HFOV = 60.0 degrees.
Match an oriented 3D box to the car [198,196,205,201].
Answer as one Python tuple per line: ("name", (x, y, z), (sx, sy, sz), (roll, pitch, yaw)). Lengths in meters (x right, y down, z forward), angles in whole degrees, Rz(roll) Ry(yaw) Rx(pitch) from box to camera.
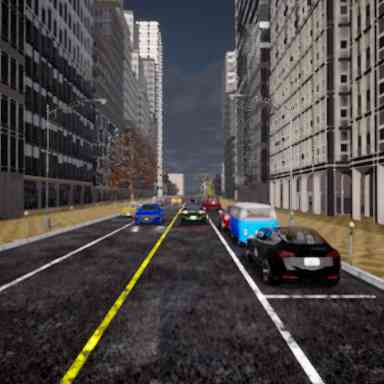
("car", (2.679, 1.896, 94.925), (1.947, 1.339, 4.313), (0, 0, 0))

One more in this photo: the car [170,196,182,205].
("car", (-3.019, 1.730, 66.110), (1.882, 1.535, 5.008), (0, 0, 0))

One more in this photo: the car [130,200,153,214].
("car", (-5.694, 1.703, 38.014), (2.008, 1.369, 4.403), (0, 0, 0))

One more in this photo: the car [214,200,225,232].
("car", (2.690, 1.529, 20.928), (1.967, 1.590, 4.097), (0, 0, 0))

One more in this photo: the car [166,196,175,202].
("car", (-5.701, 1.865, 89.244), (2.008, 1.369, 4.403), (0, 0, 0))

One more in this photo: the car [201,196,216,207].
("car", (2.686, 1.527, 55.081), (2.192, 1.841, 5.009), (0, 0, 0))

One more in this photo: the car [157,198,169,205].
("car", (-5.698, 1.814, 66.476), (1.947, 1.339, 4.313), (0, 0, 0))

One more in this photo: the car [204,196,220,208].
("car", (2.687, 1.488, 43.697), (2.192, 1.841, 5.009), (0, 0, 0))

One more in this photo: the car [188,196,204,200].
("car", (0.093, 1.595, 41.634), (2.033, 1.649, 4.856), (0, 0, 0))

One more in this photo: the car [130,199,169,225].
("car", (-3.104, 1.583, 25.167), (1.882, 1.535, 5.008), (0, 0, 0))

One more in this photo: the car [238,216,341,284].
("car", (2.691, 1.608, 9.542), (1.947, 1.339, 4.313), (0, 0, 0))

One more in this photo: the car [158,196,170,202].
("car", (-5.697, 1.781, 60.783), (2.008, 1.369, 4.403), (0, 0, 0))

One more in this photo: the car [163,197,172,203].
("car", (-5.699, 1.864, 77.858), (1.802, 1.307, 4.206), (0, 0, 0))

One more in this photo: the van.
("van", (2.691, 1.407, 15.237), (1.690, 1.788, 3.998), (0, 0, 0))

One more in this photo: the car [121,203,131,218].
("car", (-5.693, 1.657, 32.151), (1.752, 1.417, 4.829), (0, 0, 0))

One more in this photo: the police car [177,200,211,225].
("police car", (0.097, 1.612, 25.558), (2.038, 1.542, 4.974), (0, 0, 0))

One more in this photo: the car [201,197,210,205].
("car", (2.683, 1.774, 66.634), (1.752, 1.417, 4.829), (0, 0, 0))
